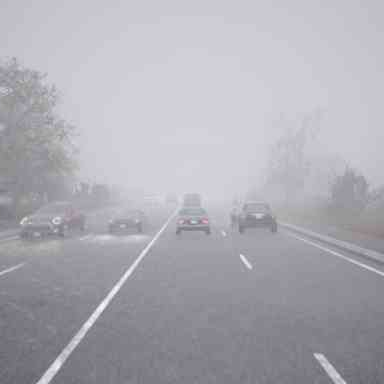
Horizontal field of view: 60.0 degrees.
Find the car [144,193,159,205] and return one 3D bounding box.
[{"bbox_3d":[-7.149,1.214,59.113,2.150,2.045,5.566,0,0,1],"label":"car"}]

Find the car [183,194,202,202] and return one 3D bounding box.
[{"bbox_3d":[0.022,1.216,41.022,2.150,2.045,5.566,0,0,0],"label":"car"}]

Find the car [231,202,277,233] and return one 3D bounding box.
[{"bbox_3d":[3.565,1.349,19.896,2.097,1.767,4.553,0,0,0],"label":"car"}]

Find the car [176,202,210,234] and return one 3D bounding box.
[{"bbox_3d":[0.066,1.545,19.046,2.033,1.411,5.357,0,0,0],"label":"car"}]

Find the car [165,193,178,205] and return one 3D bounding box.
[{"bbox_3d":[-3.649,1.214,60.920,2.150,2.045,5.566,0,0,1],"label":"car"}]

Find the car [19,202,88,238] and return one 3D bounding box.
[{"bbox_3d":[-7.130,1.351,17.532,2.097,1.767,4.553,0,0,0],"label":"car"}]

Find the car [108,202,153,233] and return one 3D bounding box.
[{"bbox_3d":[-3.635,1.524,19.792,1.812,1.442,4.674,0,0,0],"label":"car"}]
